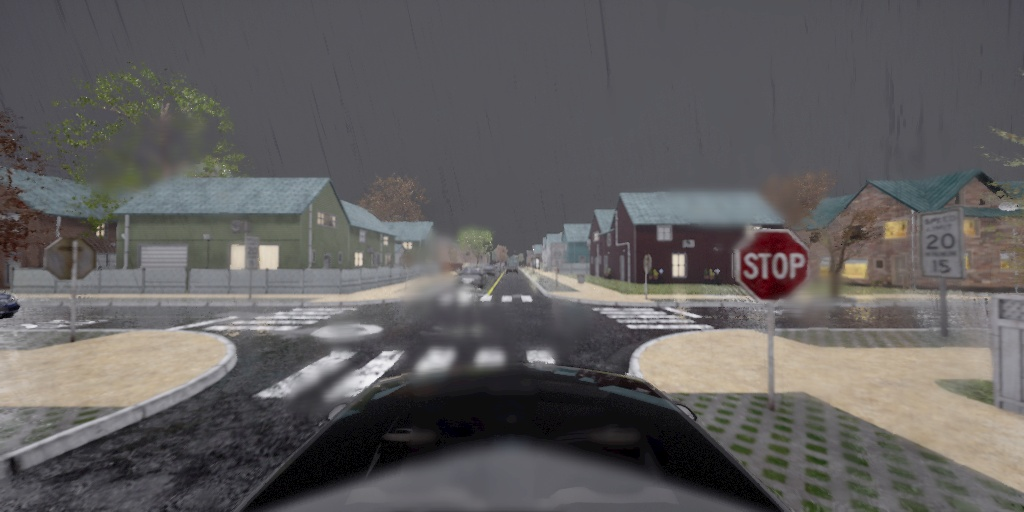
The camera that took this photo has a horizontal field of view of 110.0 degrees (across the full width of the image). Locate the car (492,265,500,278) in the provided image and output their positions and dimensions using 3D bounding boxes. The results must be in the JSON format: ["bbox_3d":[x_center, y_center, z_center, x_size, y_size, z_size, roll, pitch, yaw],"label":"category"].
[{"bbox_3d":[-2.831,1.817,43.009,2.033,1.411,5.357,0,-1,0],"label":"car"}]

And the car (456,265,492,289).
[{"bbox_3d":[-2.839,1.526,25.768,2.128,1.511,4.902,0,-1,0],"label":"car"}]

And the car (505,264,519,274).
[{"bbox_3d":[0.017,1.973,55.645,1.837,1.490,4.892,0,-1,0],"label":"car"}]

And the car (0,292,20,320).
[{"bbox_3d":[-17.671,1.276,10.498,4.674,1.442,1.812,0,-1,-2],"label":"car"}]

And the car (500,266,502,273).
[{"bbox_3d":[-2.730,2.163,60.647,1.994,1.385,4.181,0,-1,0],"label":"car"}]
